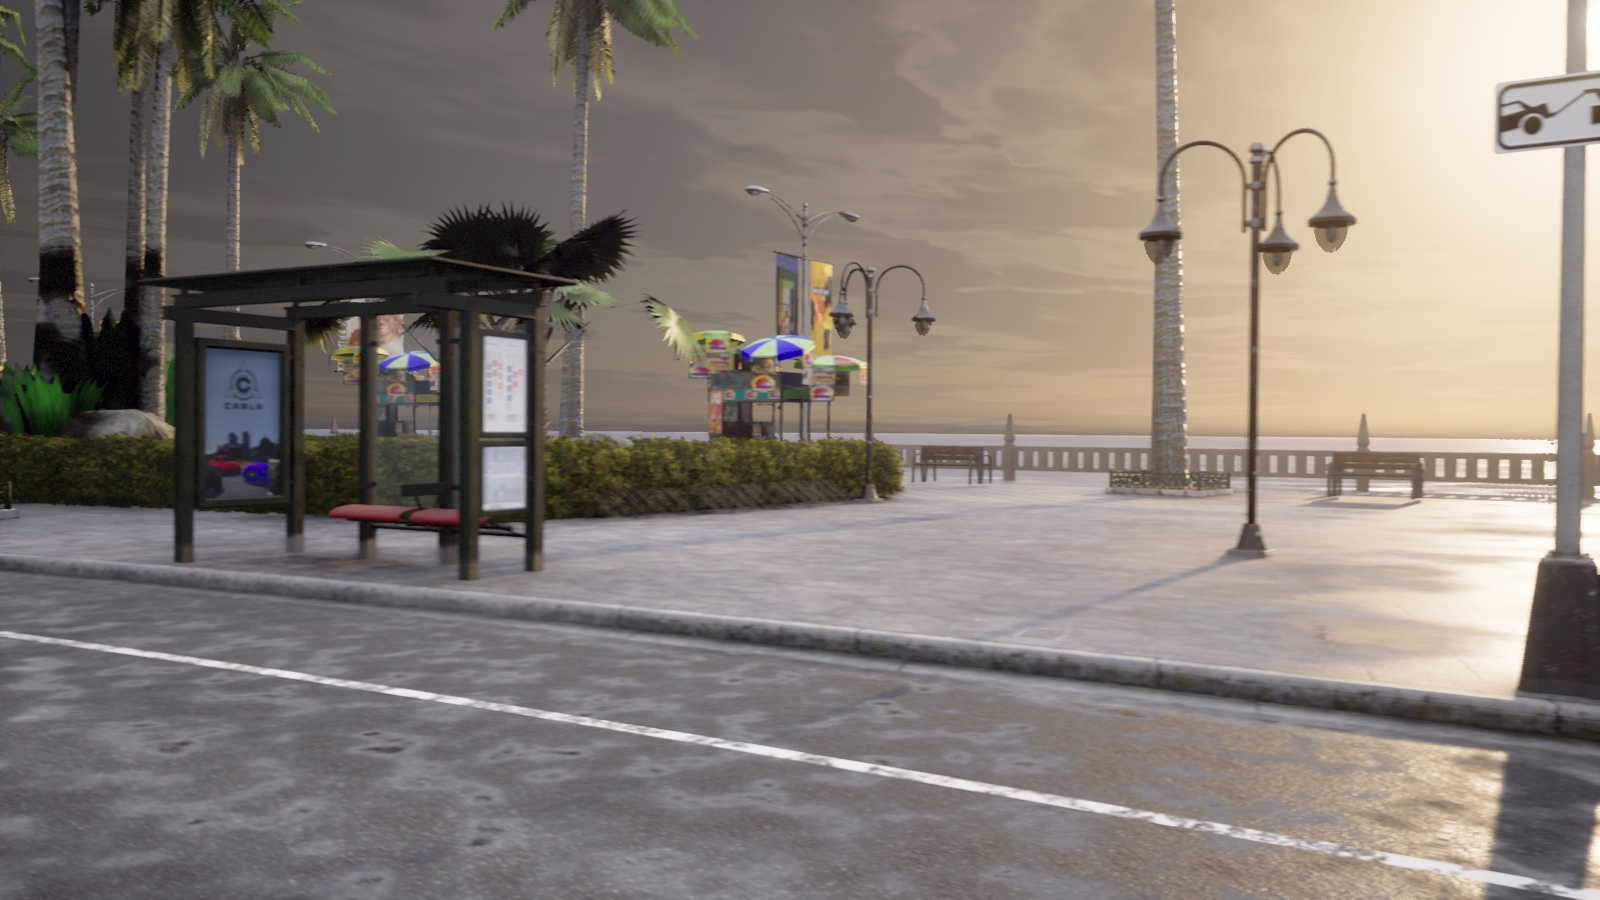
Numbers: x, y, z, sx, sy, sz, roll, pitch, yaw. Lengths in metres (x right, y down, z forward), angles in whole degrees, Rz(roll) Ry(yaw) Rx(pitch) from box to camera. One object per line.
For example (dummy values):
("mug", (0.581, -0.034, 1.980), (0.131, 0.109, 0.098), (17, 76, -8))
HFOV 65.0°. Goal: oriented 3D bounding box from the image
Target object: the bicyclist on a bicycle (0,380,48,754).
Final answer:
("bicyclist on a bicycle", (-4.668, 0.557, 6.312), (1.843, 1.776, 0.659), (0, 1, 29))
